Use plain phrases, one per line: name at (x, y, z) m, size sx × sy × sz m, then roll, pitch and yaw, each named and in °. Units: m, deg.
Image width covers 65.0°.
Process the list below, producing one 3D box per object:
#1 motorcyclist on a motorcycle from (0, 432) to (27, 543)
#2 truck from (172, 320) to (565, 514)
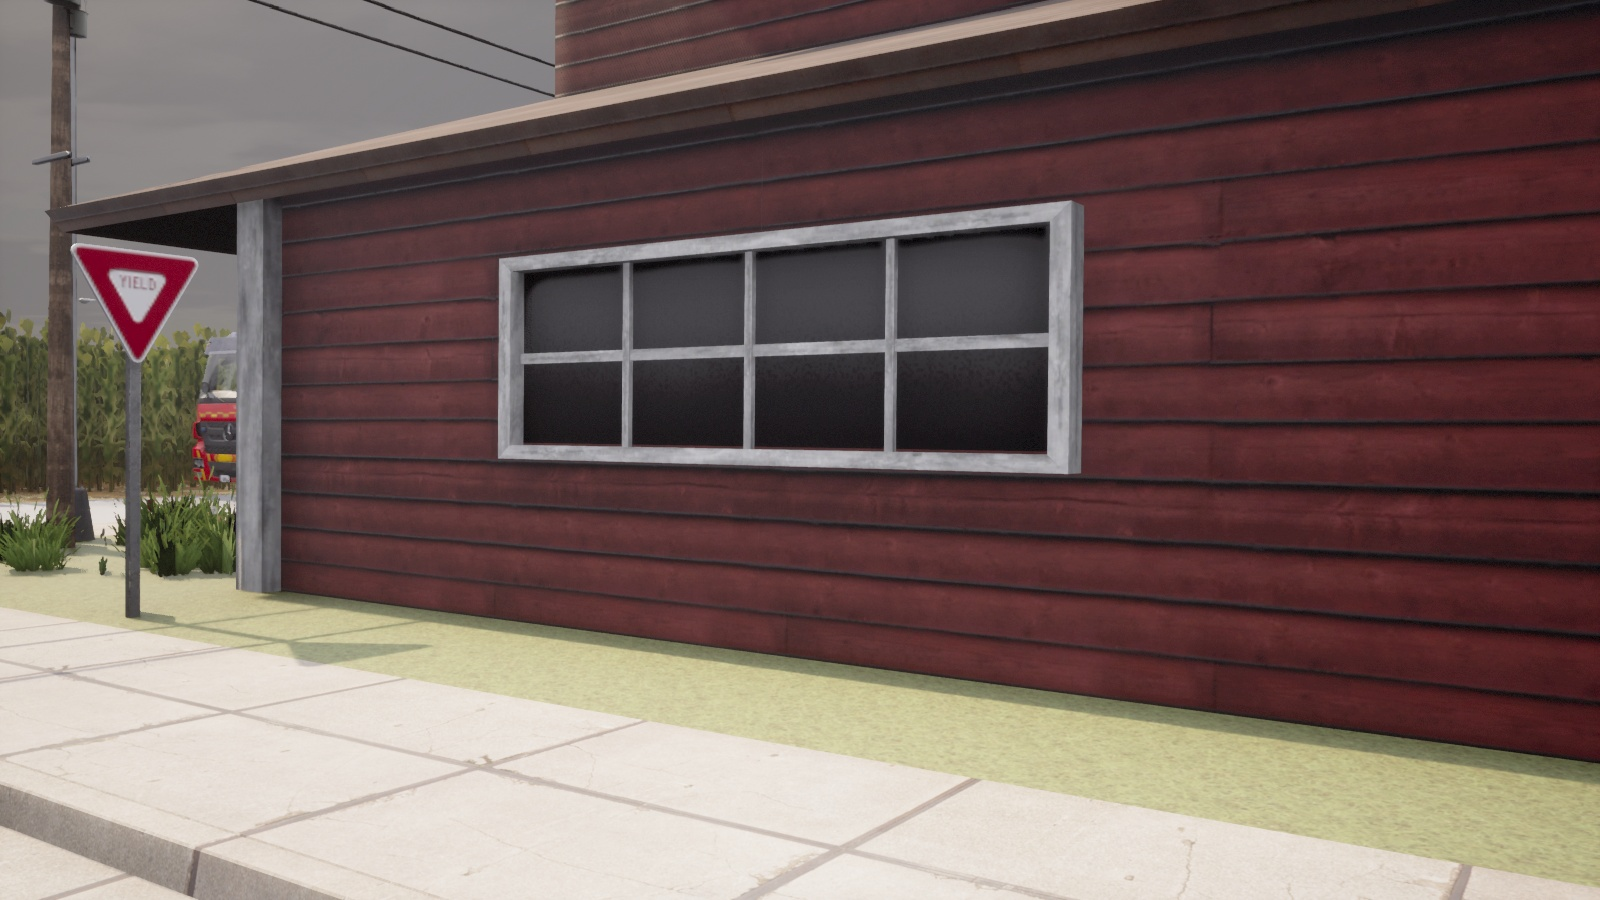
motorcyclist on a motorcycle at (-12.684, 0.574, 18.232) m, size 0.766 × 1.649 × 2.350 m, roll 0°, pitch 1°, yaw 35°
truck at (-9.540, -0.716, 28.986) m, size 2.891 × 3.827 × 8.468 m, roll 0°, pitch 1°, yaw 35°
